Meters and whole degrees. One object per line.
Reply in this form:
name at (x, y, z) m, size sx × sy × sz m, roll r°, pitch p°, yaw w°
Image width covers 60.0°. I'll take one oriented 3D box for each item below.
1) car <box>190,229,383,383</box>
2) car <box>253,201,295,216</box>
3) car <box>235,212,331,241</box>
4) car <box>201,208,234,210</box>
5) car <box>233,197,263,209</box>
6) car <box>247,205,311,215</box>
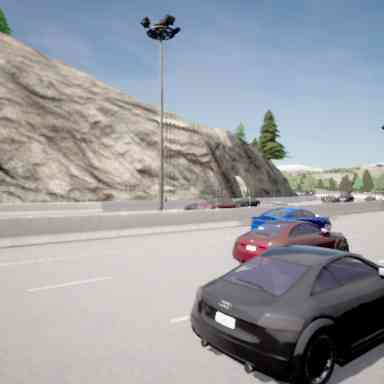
car at (2.024, 1.570, 5.362) m, size 4.181 × 1.385 × 1.994 m, roll 0°, pitch 0°, yaw -37°
car at (8.379, 1.641, 33.877) m, size 4.718 × 1.301 × 1.895 m, roll 0°, pitch 0°, yaw -44°
car at (3.276, 1.577, 10.756) m, size 4.181 × 1.385 × 1.994 m, roll 0°, pitch 0°, yaw -38°
car at (2.457, 1.398, 33.193) m, size 4.553 × 1.767 × 2.097 m, roll 0°, pitch 0°, yaw -42°
car at (8.191, 1.539, 48.560) m, size 1.882 × 1.535 × 5.008 m, roll 0°, pitch 0°, yaw 43°
car at (5.054, 1.497, 16.668) m, size 5.008 × 1.535 × 1.882 m, roll 0°, pitch 0°, yaw -39°
